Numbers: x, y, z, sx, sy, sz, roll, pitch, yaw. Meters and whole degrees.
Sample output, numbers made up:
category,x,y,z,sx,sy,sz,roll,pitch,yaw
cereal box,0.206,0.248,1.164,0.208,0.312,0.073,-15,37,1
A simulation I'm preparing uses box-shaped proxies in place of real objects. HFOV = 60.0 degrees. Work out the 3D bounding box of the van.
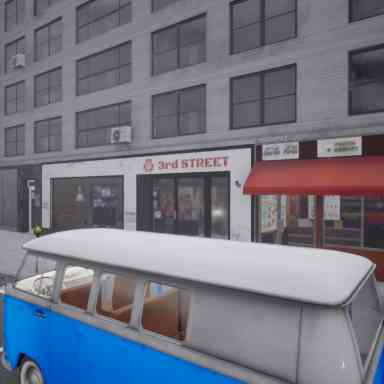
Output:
category,x,y,z,sx,sy,sz,roll,pitch,yaw
van,-0.270,1.341,3.269,3.998,1.788,1.690,0,0,35
